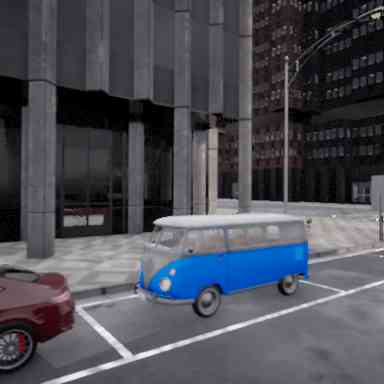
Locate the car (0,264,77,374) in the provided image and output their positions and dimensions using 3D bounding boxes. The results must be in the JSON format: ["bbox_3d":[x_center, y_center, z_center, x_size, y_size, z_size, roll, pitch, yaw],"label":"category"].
[{"bbox_3d":[-3.622,1.575,4.066,4.206,1.307,1.802,1,0,-36],"label":"car"}]

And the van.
[{"bbox_3d":[0.809,1.385,7.228,3.998,1.788,1.690,1,0,-36],"label":"van"}]
